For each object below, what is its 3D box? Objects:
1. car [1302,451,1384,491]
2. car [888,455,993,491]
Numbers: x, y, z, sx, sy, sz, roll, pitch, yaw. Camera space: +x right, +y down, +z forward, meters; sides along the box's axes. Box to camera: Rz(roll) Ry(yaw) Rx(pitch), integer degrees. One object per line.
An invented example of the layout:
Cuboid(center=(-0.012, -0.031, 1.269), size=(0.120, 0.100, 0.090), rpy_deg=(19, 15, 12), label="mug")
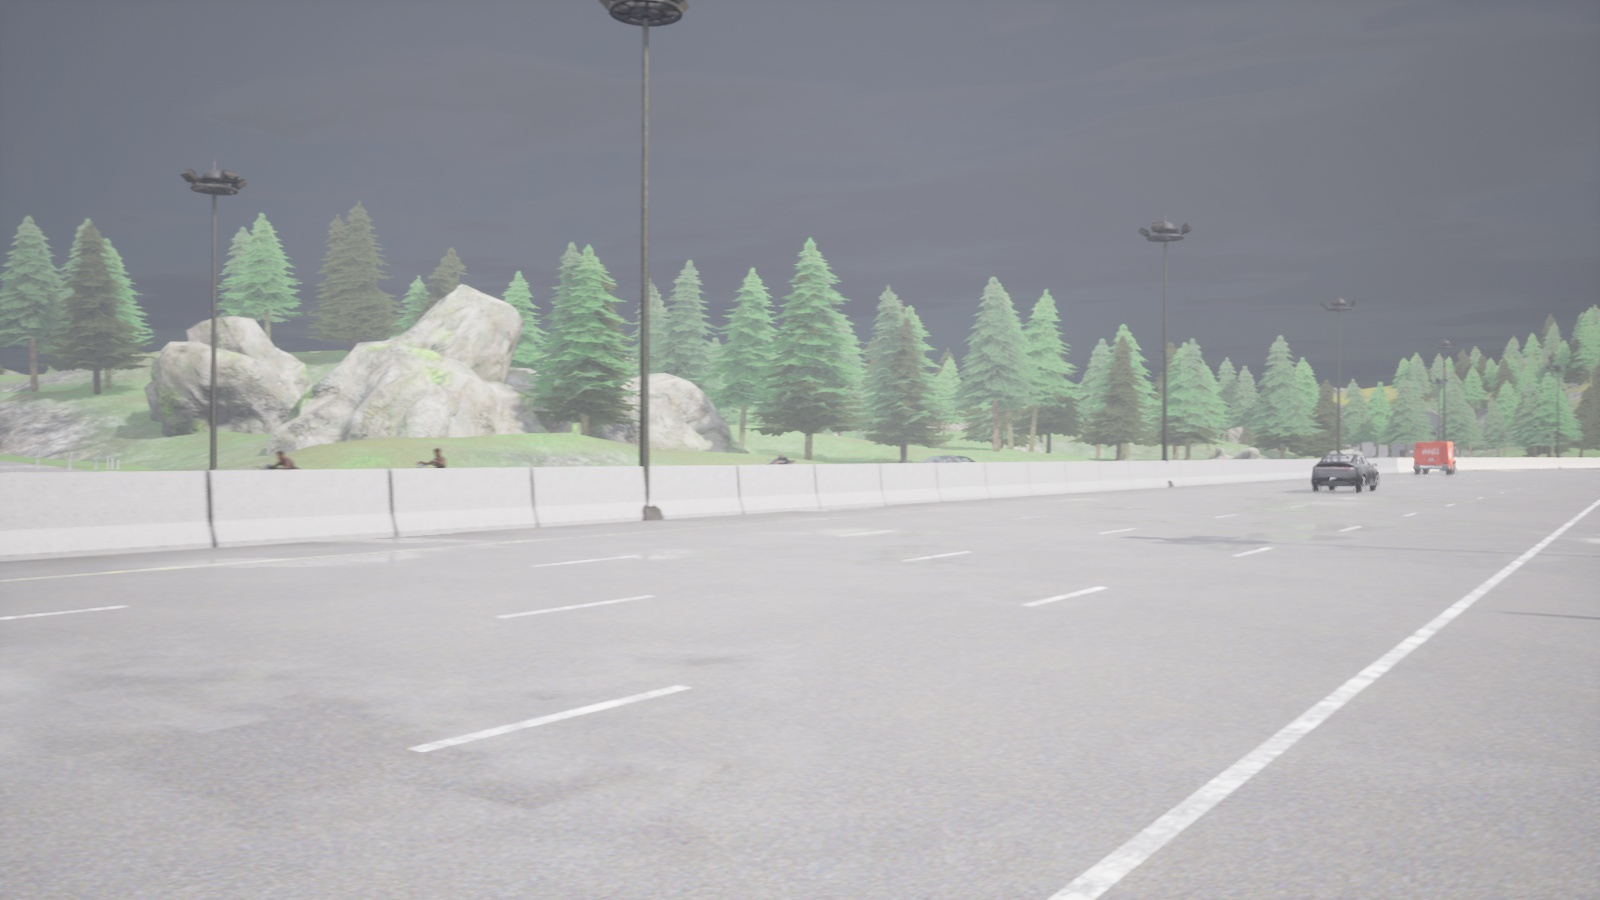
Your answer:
Cuboid(center=(21.809, 0.795, 50.330), size=(2.128, 1.511, 4.902), rpy_deg=(0, 0, 34), label="car")
Cuboid(center=(5.876, 0.908, 51.829), size=(2.033, 1.411, 5.357), rpy_deg=(0, 0, 34), label="car")
